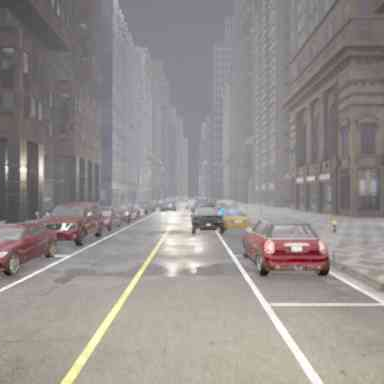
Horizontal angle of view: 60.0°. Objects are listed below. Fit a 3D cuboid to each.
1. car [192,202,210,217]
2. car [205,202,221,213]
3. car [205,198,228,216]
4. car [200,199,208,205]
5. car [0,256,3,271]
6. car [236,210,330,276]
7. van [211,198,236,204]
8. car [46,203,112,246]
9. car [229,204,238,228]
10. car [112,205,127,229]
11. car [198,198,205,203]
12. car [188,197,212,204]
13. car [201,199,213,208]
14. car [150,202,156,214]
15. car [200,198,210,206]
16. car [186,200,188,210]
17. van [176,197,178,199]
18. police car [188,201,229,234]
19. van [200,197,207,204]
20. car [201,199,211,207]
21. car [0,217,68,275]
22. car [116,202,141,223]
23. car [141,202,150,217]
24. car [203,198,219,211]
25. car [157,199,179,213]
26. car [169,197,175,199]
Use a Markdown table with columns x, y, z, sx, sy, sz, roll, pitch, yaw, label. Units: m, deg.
| x | y | z | sx | sy | sz | roll | pitch | yaw | label |
| --- | --- | --- | --- | --- | --- | --- | --- | --- | --- |
| 0.912 | 1.868 | 36.749 | 1.812 | 1.442 | 4.674 | 0 | -1 | 0 | car |
| 2.774 | 1.996 | 44.314 | 1.802 | 1.307 | 4.206 | 0 | -1 | 0 | car |
| 2.771 | 1.676 | 38.715 | 2.192 | 1.841 | 5.009 | 0 | -1 | 0 | car |
| 2.784 | 2.328 | 77.923 | 1.802 | 1.307 | 4.206 | 0 | -1 | 0 | car |
| -3.101 | 1.490 | 1.237 | 1.882 | 1.535 | 5.008 | 0 | -1 | 0 | car |
| 2.764 | 1.539 | 10.706 | 1.967 | 1.590 | 4.097 | 0 | -1 | 0 | car |
| 2.768 | 1.595 | 27.512 | 1.690 | 1.788 | 3.998 | 0 | -1 | 0 | van |
| -5.760 | 1.466 | 16.297 | 2.192 | 1.841 | 5.009 | 0 | -1 | 0 | car |
| 2.767 | 1.729 | 22.079 | 1.752 | 1.417 | 4.829 | 0 | -1 | 0 | car |
| -5.758 | 1.785 | 21.897 | 1.802 | 1.307 | 4.206 | 0 | -1 | 0 | car |
| 2.789 | 2.457 | 94.727 | 1.887 | 1.381 | 4.507 | 0 | -1 | 0 | car |
| 0.909 | 1.636 | 30.721 | 2.097 | 1.767 | 4.553 | 0 | -1 | 0 | car |
| 2.778 | 2.020 | 61.120 | 1.967 | 1.590 | 4.097 | 0 | -1 | 0 | car |
| -5.753 | 1.927 | 38.702 | 1.947 | 1.339 | 4.313 | 0 | -1 | 0 | car |
| 2.782 | 2.130 | 72.322 | 1.967 | 1.590 | 4.097 | 0 | -1 | 0 | car |
| 0.019 | 2.027 | 53.164 | 1.812 | 1.442 | 4.674 | 0 | -1 | 0 | car |
| -5.737 | 2.254 | 94.723 | 1.690 | 1.788 | 3.998 | 0 | -1 | 0 | van |
| 0.907 | 1.618 | 20.860 | 1.930 | 1.638 | 5.238 | 0 | -1 | 0 | police car |
| 2.785 | 2.142 | 83.526 | 1.690 | 1.788 | 3.998 | 0 | -1 | 0 | van |
| 2.780 | 2.201 | 66.720 | 1.947 | 1.339 | 4.313 | 0 | -1 | 0 | car |
| -5.761 | 1.681 | 10.692 | 1.802 | 1.307 | 4.206 | 0 | -1 | 0 | car |
| -5.757 | 1.695 | 27.499 | 1.967 | 1.590 | 4.097 | 0 | -1 | 0 | car |
| -5.755 | 1.858 | 33.101 | 2.008 | 1.369 | 4.403 | 0 | -1 | 0 | car |
| 2.774 | 1.784 | 49.918 | 2.192 | 1.841 | 5.009 | 0 | -1 | 0 | car |
| -3.074 | 1.972 | 43.619 | 1.994 | 1.385 | 4.181 | 0 | -1 | 0 | car |
| -5.742 | 2.186 | 77.916 | 1.967 | 1.590 | 4.097 | 0 | -1 | 0 | car |
